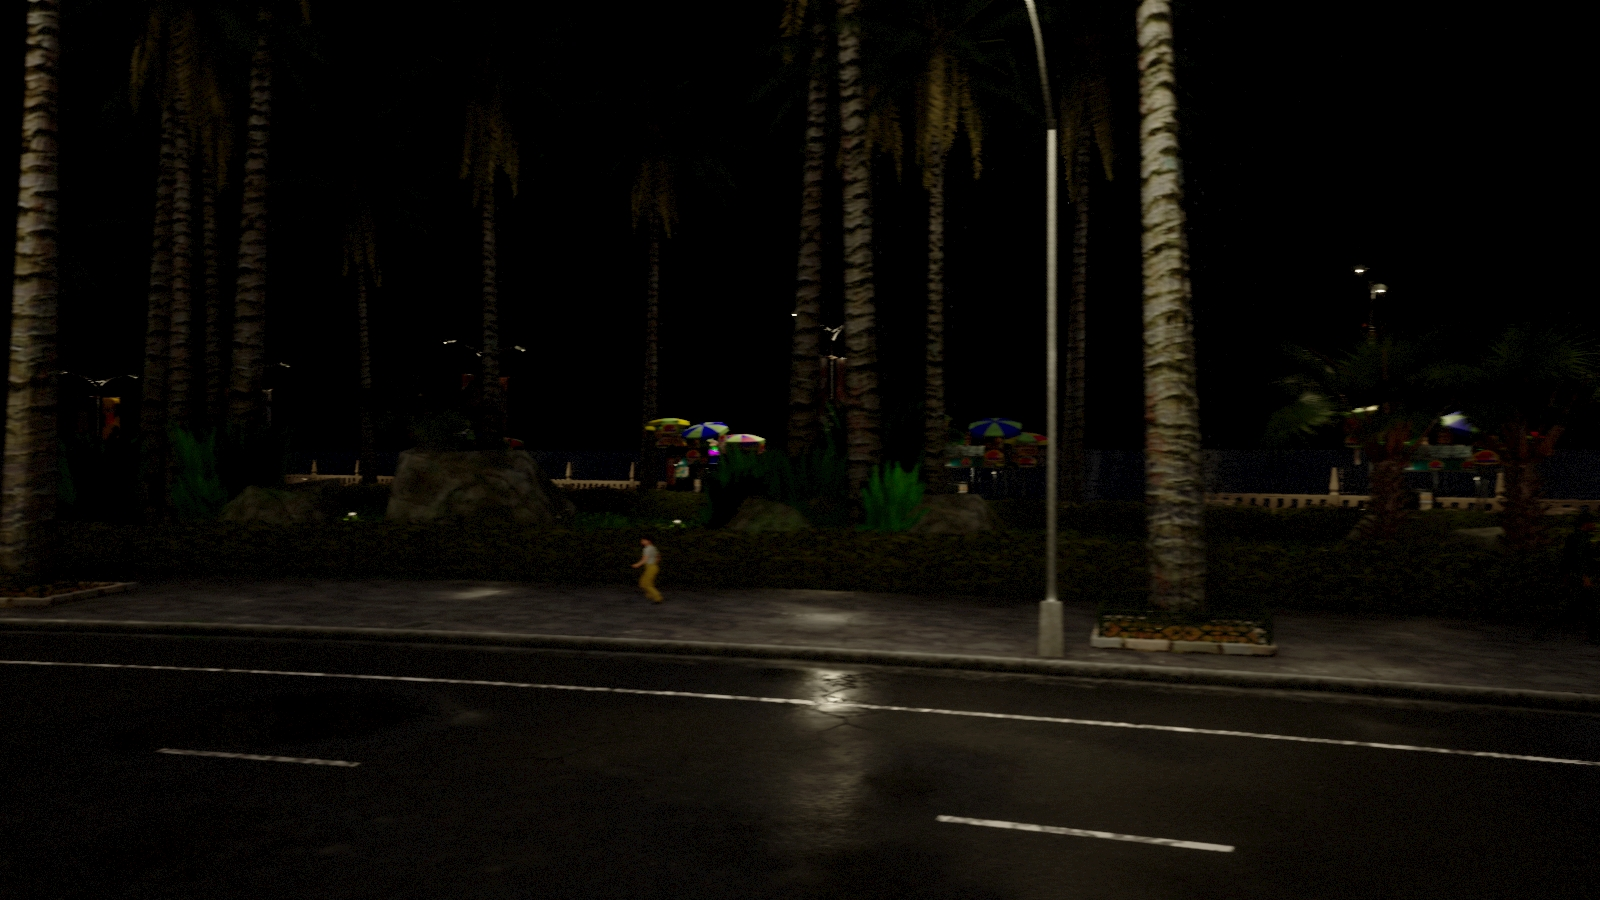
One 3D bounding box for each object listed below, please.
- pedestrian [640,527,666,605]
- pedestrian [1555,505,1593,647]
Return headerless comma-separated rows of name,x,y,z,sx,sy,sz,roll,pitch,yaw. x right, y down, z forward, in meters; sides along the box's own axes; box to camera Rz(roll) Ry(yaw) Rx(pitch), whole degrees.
pedestrian,-2.507,1.971,19.513,0.375,1.300,0.375,0,0,2
pedestrian,10.452,1.691,15.434,0.375,1.860,0.375,0,0,27
